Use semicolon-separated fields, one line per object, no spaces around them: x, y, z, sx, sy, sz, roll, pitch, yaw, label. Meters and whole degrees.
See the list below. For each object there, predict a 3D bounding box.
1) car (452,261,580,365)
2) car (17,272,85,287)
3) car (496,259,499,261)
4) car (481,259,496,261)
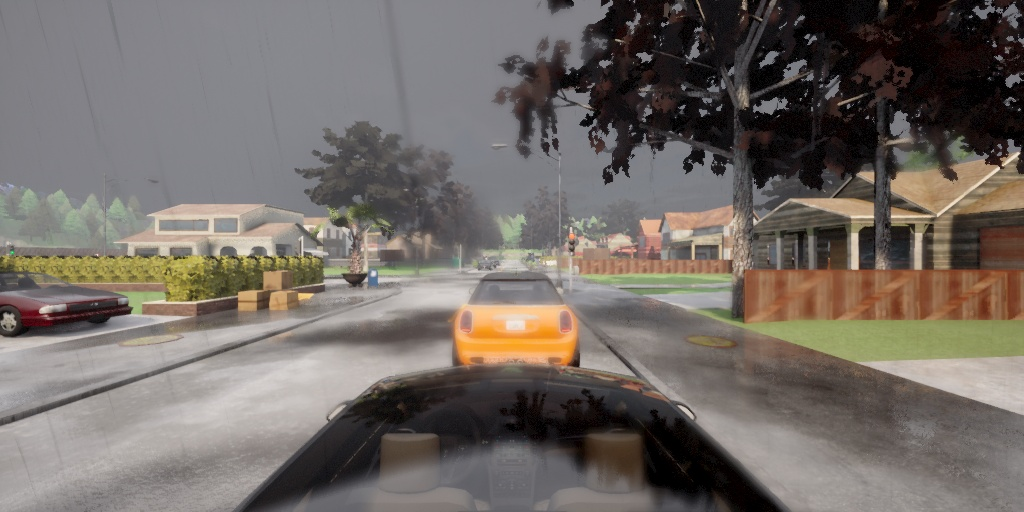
0.097;1.102;7.727;2.097;1.767;4.553;0;0;1;car
-33.107;1.314;26.602;4.181;1.385;1.994;0;0;1;car
-3.581;1.241;60.276;2.128;1.511;4.902;0;0;1;car
-3.686;1.255;49.935;1.837;1.490;4.892;0;0;1;car
